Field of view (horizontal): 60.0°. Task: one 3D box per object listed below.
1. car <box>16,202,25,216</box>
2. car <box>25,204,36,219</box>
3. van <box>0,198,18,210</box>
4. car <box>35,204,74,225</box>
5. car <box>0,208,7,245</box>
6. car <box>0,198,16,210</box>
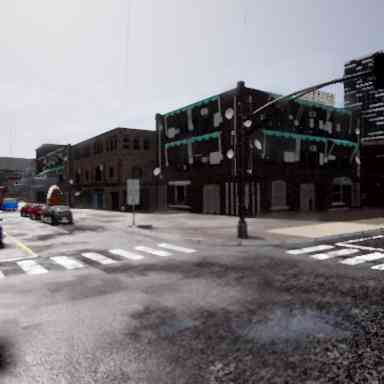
[{"bbox_3d":[-17.215,1.929,35.636,1.802,1.307,4.206,-2,0,-35],"label":"car"},{"bbox_3d":[-14.007,1.866,31.127,1.802,1.307,4.206,-2,0,-35],"label":"car"},{"bbox_3d":[-26.850,1.870,49.165,1.690,1.788,3.998,-2,1,-35],"label":"van"},{"bbox_3d":[-10.799,1.772,26.616,2.008,1.369,4.403,-2,0,-35],"label":"car"},{"bbox_3d":[-10.361,1.692,16.026,1.882,1.535,5.008,-1,0,-36],"label":"car"},{"bbox_3d":[-30.060,1.903,53.674,2.192,1.841,5.009,-2,1,-35],"label":"car"}]
